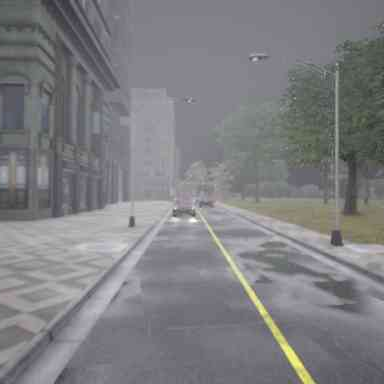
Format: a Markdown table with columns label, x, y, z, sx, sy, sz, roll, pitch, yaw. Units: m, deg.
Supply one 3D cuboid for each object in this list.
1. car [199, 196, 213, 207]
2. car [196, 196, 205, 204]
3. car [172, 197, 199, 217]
| label | x | y | z | sx | sy | sz | roll | pitch | yaw |
| --- | --- | --- | --- | --- | --- | --- | --- | --- | --- |
| car | 2.097 | 1.419 | 51.399 | 2.097 | 1.767 | 4.553 | 1 | 0 | -1 |
| car | 1.690 | 1.661 | 67.854 | 1.812 | 1.442 | 4.674 | 1 | 0 | -1 |
| car | -0.708 | 1.347 | 30.713 | 2.097 | 1.767 | 4.553 | 1 | 0 | -1 |
